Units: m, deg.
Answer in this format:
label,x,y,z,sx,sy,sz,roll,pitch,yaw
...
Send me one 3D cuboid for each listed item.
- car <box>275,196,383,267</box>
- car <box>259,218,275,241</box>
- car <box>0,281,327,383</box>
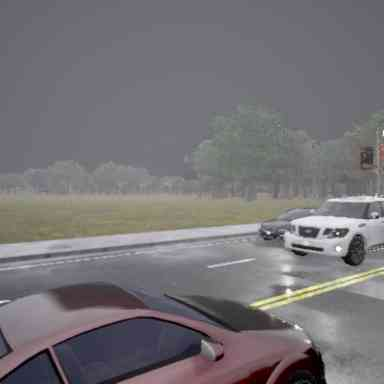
label,x,y,z,sx,sy,sz,roll,pitch,yaw
car,5.731,1.192,11.765,5.566,2.045,2.150,0,0,-36
car,5.186,1.473,15.370,4.892,1.490,1.837,0,0,-35
car,-0.675,1.561,2.958,4.181,1.385,1.994,0,0,-36
